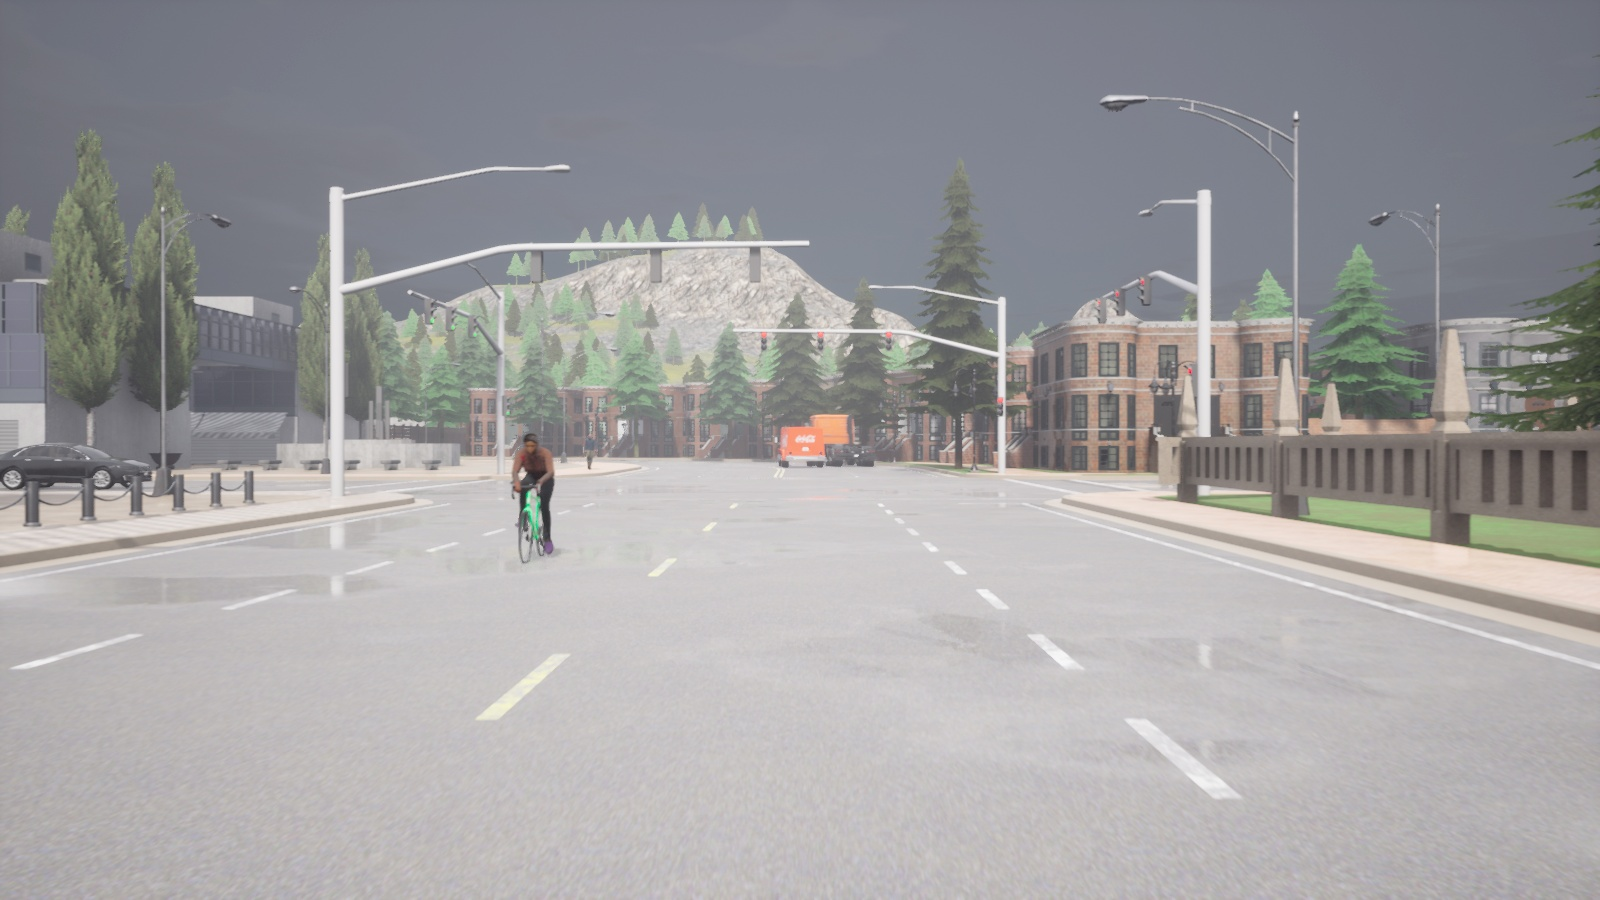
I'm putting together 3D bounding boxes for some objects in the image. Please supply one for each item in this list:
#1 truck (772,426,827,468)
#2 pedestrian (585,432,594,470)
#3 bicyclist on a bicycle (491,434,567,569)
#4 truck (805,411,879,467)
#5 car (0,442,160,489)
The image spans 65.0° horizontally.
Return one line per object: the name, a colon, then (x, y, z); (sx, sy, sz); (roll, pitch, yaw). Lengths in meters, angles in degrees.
truck: (-0.073, -0.175, 77.052); (2.627, 2.467, 5.204); (0, 0, -9)
pedestrian: (-10.481, 0.045, 62.452); (0.402, 1.842, 0.726); (0, 0, -6)
bicyclist on a bicycle: (-3.394, 0.607, 15.851); (0.582, 1.620, 1.656); (0, 1, 0)
truck: (2.612, -0.691, 81.262); (2.891, 3.462, 7.936); (0, 0, -12)
car: (-23.855, 0.501, 41.087); (4.892, 1.490, 1.837); (0, 0, 0)
